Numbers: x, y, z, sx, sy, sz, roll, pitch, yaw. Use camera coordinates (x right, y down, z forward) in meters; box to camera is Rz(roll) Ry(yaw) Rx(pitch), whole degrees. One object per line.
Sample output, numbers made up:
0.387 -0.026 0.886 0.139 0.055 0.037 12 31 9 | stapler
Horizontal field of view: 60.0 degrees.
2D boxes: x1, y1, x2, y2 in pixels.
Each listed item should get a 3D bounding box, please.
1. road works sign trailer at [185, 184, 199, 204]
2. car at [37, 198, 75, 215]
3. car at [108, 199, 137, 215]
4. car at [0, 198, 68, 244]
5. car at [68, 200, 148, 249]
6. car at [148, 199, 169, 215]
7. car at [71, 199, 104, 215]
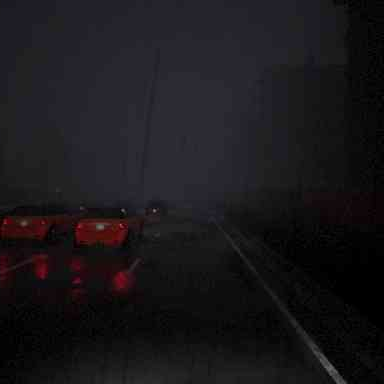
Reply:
0.005 0.329 60.695 2.380 3.560 2.880 0 0 0 | road works sign trailer
-13.896 1.402 34.248 1.882 1.535 5.008 0 0 0 | car
-6.897 1.490 33.307 1.994 1.385 4.181 0 0 0 | car
-6.898 1.317 15.781 2.097 1.767 4.553 0 0 0 | car
-3.398 1.320 14.425 2.097 1.767 4.553 0 0 0 | car
-3.396 1.432 32.749 1.837 1.490 4.892 0 0 0 | car
-10.397 1.490 33.307 1.994 1.385 4.181 0 0 0 | car
